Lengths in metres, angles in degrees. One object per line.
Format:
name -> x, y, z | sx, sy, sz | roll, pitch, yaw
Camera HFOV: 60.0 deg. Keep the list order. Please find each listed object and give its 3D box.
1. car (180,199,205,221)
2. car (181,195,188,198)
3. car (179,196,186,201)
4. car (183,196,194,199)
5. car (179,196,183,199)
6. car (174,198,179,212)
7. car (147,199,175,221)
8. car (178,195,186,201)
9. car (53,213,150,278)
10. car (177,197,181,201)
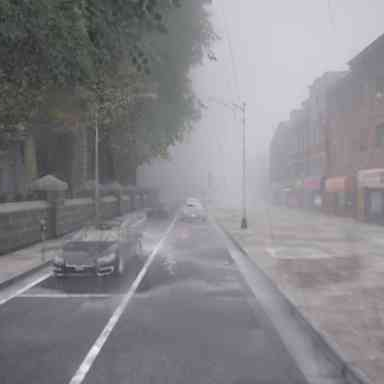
car -> 0.110, 1.534, 27.075 | 1.812, 1.442, 4.674 | 0, 0, 0
car -> -2.610, 1.604, 82.428 | 1.967, 1.590, 4.097 | -1, 0, 0
car -> -2.604, 1.776, 93.296 | 1.947, 1.339, 4.313 | -1, 0, 0
car -> 0.118, 1.560, 42.786 | 1.812, 1.442, 4.674 | 0, 0, 0
car -> -2.625, 1.604, 44.107 | 1.947, 1.339, 4.313 | -1, 0, 0
car -> -2.629, 1.561, 32.729 | 1.887, 1.381, 4.507 | 0, 0, 0
car -> -2.632, 1.554, 27.041 | 1.887, 1.381, 4.507 | 0, 0, 0
car -> -2.608, 1.627, 87.862 | 1.967, 1.590, 4.097 | -1, 0, 0
car -> -2.638, 1.548, 9.975 | 2.008, 1.369, 4.403 | 0, 0, 0
car -> -2.627, 1.577, 38.418 | 2.008, 1.369, 4.403 | -1, 0, 0
